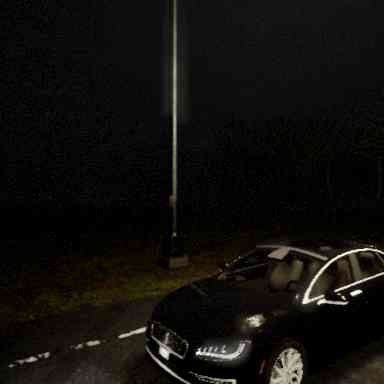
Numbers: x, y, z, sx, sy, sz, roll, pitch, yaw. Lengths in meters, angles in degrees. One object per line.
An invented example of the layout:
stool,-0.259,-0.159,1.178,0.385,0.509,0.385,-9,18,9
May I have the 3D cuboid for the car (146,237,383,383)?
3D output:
car,1.671,1.525,5.064,4.892,1.490,1.837,0,0,-36
